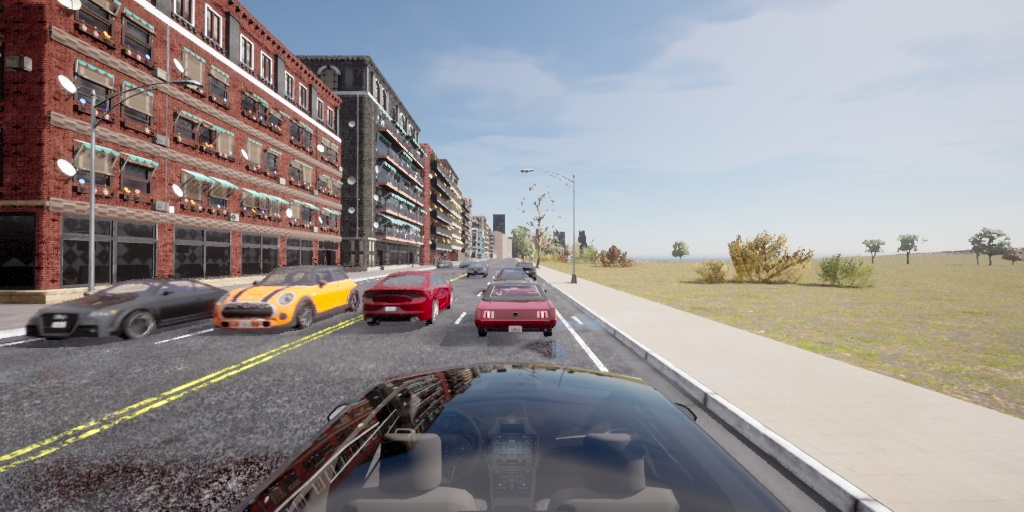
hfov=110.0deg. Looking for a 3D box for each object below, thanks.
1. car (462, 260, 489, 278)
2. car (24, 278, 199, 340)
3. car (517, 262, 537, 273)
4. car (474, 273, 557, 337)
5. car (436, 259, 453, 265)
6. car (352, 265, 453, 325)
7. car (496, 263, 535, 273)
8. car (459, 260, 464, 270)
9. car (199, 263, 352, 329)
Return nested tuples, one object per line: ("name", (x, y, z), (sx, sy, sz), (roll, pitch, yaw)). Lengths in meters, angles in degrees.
("car", (-3.250, 1.301, 34.571), (2.033, 1.411, 5.357), (0, 0, 0))
("car", (-9.875, 1.315, 9.807), (1.994, 1.385, 4.181), (0, 0, 0))
("car", (1.052, 1.258, 30.298), (1.837, 1.490, 4.892), (0, 0, 0))
("car", (0.075, 1.352, 10.274), (1.895, 1.301, 4.718), (0, 0, 0))
("car", (-9.996, 1.243, 53.293), (2.128, 1.511, 4.902), (0, 0, 0))
("car", (-3.181, 1.229, 11.842), (1.882, 1.535, 5.008), (0, 0, 0))
("car", (0.036, 1.316, 20.305), (1.994, 1.385, 4.181), (0, 0, 0))
("car", (-6.750, 1.299, 53.827), (2.033, 1.411, 5.357), (0, 0, 0))
("car", (-6.628, 1.103, 11.137), (2.097, 1.767, 4.553), (0, 0, 0))
